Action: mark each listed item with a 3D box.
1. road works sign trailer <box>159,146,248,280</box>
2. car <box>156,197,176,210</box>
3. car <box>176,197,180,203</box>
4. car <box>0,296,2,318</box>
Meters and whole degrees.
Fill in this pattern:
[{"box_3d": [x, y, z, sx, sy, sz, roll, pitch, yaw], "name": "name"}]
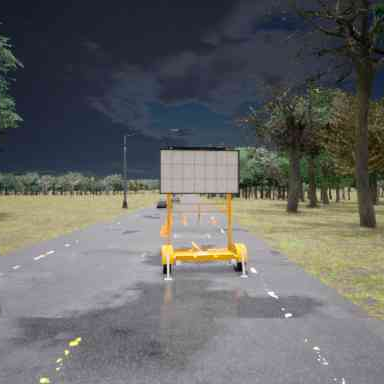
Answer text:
[{"box_3d": [0.200, 0.461, 10.005, 2.380, 3.560, 2.880, 0, 0, -8], "name": "road works sign trailer"}, {"box_3d": [-3.582, 1.573, 43.578, 2.033, 1.411, 5.357, 0, 0, 0], "name": "car"}, {"box_3d": [-3.471, 1.645, 69.816, 1.994, 1.385, 4.181, 0, 0, 0], "name": "car"}, {"box_3d": [-3.598, 1.600, 2.421, 1.895, 1.301, 4.718, 0, 0, 0], "name": "car"}]
